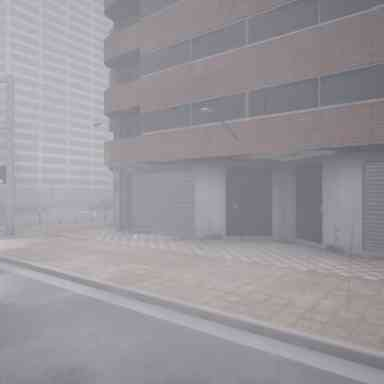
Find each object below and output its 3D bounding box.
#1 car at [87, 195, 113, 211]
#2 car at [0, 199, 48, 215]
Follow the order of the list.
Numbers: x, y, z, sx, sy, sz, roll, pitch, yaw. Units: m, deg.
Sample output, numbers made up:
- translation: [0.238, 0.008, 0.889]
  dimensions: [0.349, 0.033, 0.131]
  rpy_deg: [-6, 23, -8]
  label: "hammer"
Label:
- translation: [-10.499, 1.505, 40.939]
  dimensions: [1.837, 1.490, 4.892]
  rpy_deg: [0, 0, 37]
  label: "car"
- translation: [-16.749, 1.505, 32.686]
  dimensions: [1.837, 1.490, 4.892]
  rpy_deg: [0, 0, 37]
  label: "car"
